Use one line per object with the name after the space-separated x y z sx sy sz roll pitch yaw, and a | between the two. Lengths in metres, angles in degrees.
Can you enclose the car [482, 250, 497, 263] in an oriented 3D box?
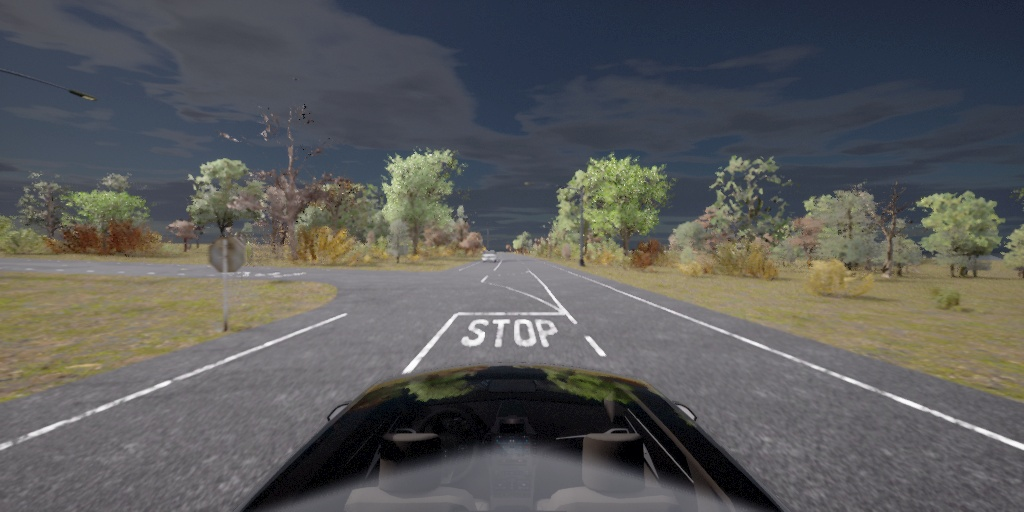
-3.650 0.083 57.930 2.150 2.045 5.566 0 1 -1 | car
